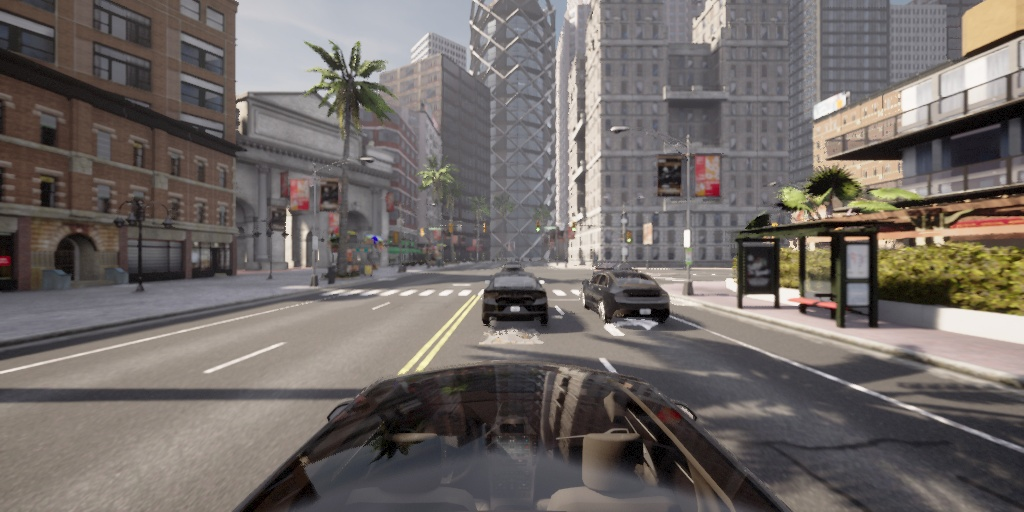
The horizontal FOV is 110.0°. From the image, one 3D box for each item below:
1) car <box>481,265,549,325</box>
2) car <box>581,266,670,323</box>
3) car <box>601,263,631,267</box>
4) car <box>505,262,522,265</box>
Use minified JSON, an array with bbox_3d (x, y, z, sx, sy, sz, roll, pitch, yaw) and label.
[{"bbox_3d":[0.090,1.232,11.815,1.882,1.535,5.008,0,0,0],"label":"car"},{"bbox_3d":[3.600,1.259,12.103,1.837,1.490,4.892,0,0,0],"label":"car"},{"bbox_3d":[8.007,1.252,27.202,2.128,1.511,4.902,-1,0,43],"label":"car"},{"bbox_3d":[0.099,1.267,29.574,1.837,1.490,4.892,0,0,0],"label":"car"}]
